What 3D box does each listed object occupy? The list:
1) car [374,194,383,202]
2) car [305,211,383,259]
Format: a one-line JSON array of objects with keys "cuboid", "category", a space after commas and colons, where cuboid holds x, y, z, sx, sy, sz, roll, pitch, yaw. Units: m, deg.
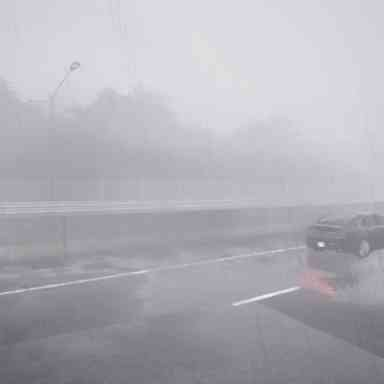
[{"cuboid": [28.997, 0.914, 48.946, 5.357, 1.411, 2.033, -2, 1, -32], "category": "car"}, {"cuboid": [6.300, 1.474, 12.468, 4.892, 1.490, 1.837, -1, 0, -35], "category": "car"}]
